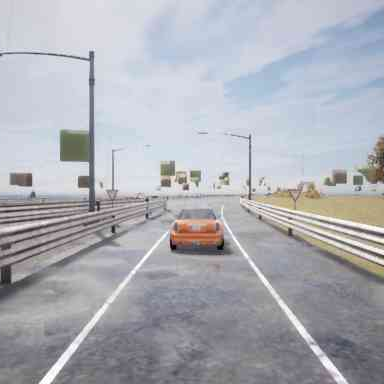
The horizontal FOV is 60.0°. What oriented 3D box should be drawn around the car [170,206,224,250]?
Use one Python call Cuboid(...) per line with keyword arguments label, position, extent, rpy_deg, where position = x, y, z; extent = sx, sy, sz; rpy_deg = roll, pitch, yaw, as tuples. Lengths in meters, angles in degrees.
Cuboid(label="car", position=(0.247, 1.369, 14.539), extent=(2.097, 1.767, 4.553), rpy_deg=(0, 0, 2))
